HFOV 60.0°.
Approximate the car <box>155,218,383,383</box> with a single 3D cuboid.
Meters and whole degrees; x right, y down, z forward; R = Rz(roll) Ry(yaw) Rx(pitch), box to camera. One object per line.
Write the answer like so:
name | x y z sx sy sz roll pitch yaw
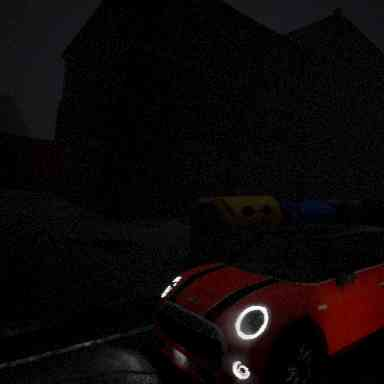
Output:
car | 1.695 1.354 5.206 4.553 1.767 2.097 0 0 -35
